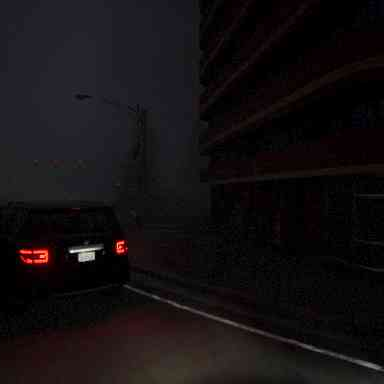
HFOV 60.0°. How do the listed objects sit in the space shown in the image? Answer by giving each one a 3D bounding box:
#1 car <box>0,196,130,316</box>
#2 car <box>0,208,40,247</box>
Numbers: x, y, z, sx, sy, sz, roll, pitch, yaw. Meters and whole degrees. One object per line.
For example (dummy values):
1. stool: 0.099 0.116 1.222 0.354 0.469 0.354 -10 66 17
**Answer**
1. car: -3.547 1.221 7.874 2.150 2.045 5.566 0 0 -40
2. car: -8.417 1.564 15.842 1.994 1.385 4.181 0 0 -26
